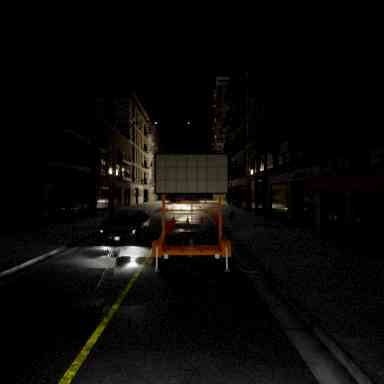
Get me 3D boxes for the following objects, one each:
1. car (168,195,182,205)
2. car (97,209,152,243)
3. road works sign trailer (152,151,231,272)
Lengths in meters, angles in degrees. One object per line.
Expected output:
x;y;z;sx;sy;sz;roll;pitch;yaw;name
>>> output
-3.135;1.602;58.630;1.812;1.442;4.674;0;0;0;car
-3.116;1.555;16.502;2.033;1.411;5.357;0;0;0;car
-0.006;0.468;10.826;2.380;3.560;2.880;0;0;0;road works sign trailer
